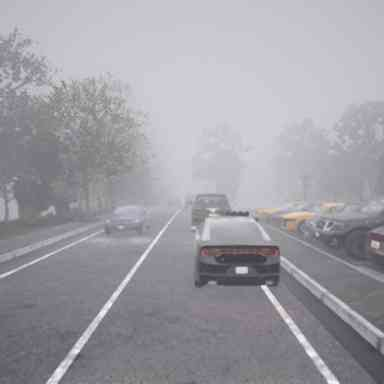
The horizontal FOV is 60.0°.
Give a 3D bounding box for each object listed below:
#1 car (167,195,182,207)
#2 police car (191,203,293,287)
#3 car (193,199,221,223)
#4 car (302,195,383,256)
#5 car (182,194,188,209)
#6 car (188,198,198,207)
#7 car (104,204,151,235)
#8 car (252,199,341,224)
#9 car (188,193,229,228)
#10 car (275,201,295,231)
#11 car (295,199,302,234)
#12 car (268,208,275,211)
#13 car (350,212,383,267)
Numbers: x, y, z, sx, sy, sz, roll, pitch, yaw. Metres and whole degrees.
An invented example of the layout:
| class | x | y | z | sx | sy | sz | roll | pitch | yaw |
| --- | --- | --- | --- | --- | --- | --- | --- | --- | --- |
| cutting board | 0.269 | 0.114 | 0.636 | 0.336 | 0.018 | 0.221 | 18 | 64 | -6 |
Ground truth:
| class | x | y | z | sx | sy | sz | roll | pitch | yaw |
| --- | --- | --- | --- | --- | --- | --- | --- | --- | --- |
| car | -3.163 | 1.604 | 59.040 | 2.150 | 2.045 | 5.566 | 0 | -2 | 1 |
| police car | 0.998 | 1.328 | 9.209 | 1.930 | 1.638 | 5.238 | 0 | 1 | 0 |
| car | 1.039 | 1.321 | 25.123 | 1.882 | 1.535 | 5.008 | 0 | 0 | 0 |
| car | 7.080 | 1.112 | 11.464 | 5.566 | 2.045 | 2.435 | 0 | 1 | 0 |
| car | 0.134 | 1.270 | 44.923 | 2.150 | 2.045 | 5.566 | 0 | -1 | 0 |
| car | 0.154 | 1.905 | 59.686 | 1.837 | 1.490 | 4.892 | 0 | -2 | 0 |
| car | -3.304 | 1.372 | 17.830 | 1.812 | 1.442 | 4.674 | 0 | 0 | 0 |
| car | 6.957 | 1.293 | 22.556 | 5.366 | 1.575 | 1.946 | 0 | 0 | 0 |
| car | 1.024 | 1.067 | 19.148 | 2.150 | 2.045 | 5.566 | 0 | 0 | 0 |
| car | 7.132 | 1.315 | 17.015 | 5.008 | 1.535 | 2.097 | 0 | 0 | 0 |
| car | 7.148 | 1.211 | 14.237 | 4.553 | 1.767 | 2.185 | 0 | 1 | 0 |
| car | 7.140 | 1.303 | 19.787 | 4.892 | 1.521 | 2.231 | 0 | 0 | 0 |
| car | 7.129 | 1.422 | 8.690 | 4.792 | 1.488 | 2.163 | 0 | 1 | 0 |
